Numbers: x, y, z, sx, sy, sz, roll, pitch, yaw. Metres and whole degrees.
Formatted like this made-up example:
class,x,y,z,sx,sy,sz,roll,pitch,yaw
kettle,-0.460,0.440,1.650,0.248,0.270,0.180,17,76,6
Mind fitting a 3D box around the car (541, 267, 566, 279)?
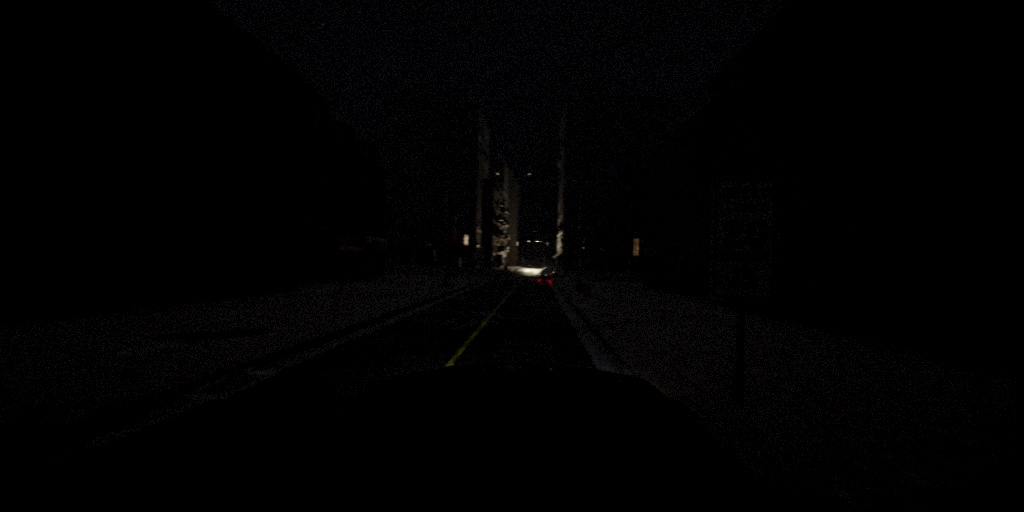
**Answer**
class,x,y,z,sx,sy,sz,roll,pitch,yaw
car,4.963,2.013,43.124,1.812,1.442,4.674,3,0,28
